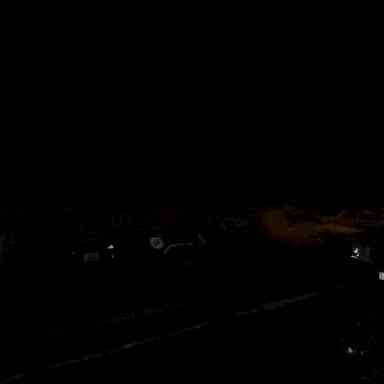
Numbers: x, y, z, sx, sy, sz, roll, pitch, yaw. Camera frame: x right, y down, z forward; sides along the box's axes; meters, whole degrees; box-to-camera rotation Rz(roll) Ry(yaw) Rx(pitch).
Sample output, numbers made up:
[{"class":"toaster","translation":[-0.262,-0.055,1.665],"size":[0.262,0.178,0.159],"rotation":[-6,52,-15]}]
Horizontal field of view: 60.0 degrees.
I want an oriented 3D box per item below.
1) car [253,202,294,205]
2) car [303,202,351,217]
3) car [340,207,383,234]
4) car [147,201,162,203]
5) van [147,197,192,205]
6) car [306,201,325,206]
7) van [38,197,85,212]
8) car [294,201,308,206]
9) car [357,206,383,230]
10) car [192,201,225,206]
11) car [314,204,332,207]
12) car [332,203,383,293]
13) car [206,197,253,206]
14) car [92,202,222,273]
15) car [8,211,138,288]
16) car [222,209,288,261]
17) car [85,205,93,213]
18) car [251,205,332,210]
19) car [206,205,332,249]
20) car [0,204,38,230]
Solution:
[{"class":"car","translation":[7.033,1.807,32.890],"size":[1.946,1.575,5.366],"rotation":[1,-1,-35]},{"class":"car","translation":[15.871,1.989,39.367],"size":[2.097,1.535,5.008],"rotation":[1,-1,-35]},{"class":"car","translation":[12.197,1.767,20.756],"size":[2.231,1.521,4.892],"rotation":[1,-1,-35]},{"class":"car","translation":[-4.496,1.618,24.993],"size":[2.163,1.488,4.792],"rotation":[1,-1,-35]},{"class":"van","translation":[-2.282,1.402,26.668],"size":[1.878,1.987,4.442],"rotation":[1,-1,-35]},{"class":"car","translation":[11.464,1.930,36.218],"size":[2.163,1.488,4.792],"rotation":[1,-1,-35]},{"class":"van","translation":[-8.815,1.304,21.768],"size":[1.878,1.987,4.442],"rotation":[1,0,-36]},{"class":"car","translation":[9.187,1.895,34.639],"size":[2.002,1.452,4.674],"rotation":[1,-1,-35]},{"class":"car","translation":[14.359,1.808,22.506],"size":[1.946,1.575,5.366],"rotation":[1,-1,-35]},{"class":"car","translation":[0.160,1.703,28.219],"size":[2.163,1.488,4.792],"rotation":[1,-1,-35]},{"class":"car","translation":[10.042,1.717,18.996],"size":[1.946,1.575,5.366],"rotation":[1,-1,-35]},{"class":"car","translation":[6.021,1.314,7.996],"size":[5.566,2.045,2.150],"rotation":[1,0,-35]},{"class":"car","translation":[2.391,1.467,29.868],"size":[2.435,2.045,5.566],"rotation":[1,-1,-35]},{"class":"car","translation":[-1.405,1.405,11.160],"size":[2.185,1.767,4.553],"rotation":[1,0,-35]},{"class":"car","translation":[-3.668,1.536,9.555],"size":[2.163,1.488,4.792],"rotation":[1,0,-35]},{"class":"car","translation":[0.885,1.559,12.734],"size":[2.231,1.521,4.892],"rotation":[1,-1,-35]},{"class":"car","translation":[-6.650,1.586,23.469],"size":[2.163,1.488,4.792],"rotation":[1,0,-35]},{"class":"car","translation":[5.412,1.626,15.719],"size":[1.946,1.575,5.366],"rotation":[1,-1,-35]},{"class":"car","translation":[3.033,1.588,14.489],"size":[1.946,1.575,5.366],"rotation":[1,-1,-35]},{"class":"car","translation":[-11.156,1.505,20.250],"size":[2.097,1.535,5.008],"rotation":[1,0,-35]}]
